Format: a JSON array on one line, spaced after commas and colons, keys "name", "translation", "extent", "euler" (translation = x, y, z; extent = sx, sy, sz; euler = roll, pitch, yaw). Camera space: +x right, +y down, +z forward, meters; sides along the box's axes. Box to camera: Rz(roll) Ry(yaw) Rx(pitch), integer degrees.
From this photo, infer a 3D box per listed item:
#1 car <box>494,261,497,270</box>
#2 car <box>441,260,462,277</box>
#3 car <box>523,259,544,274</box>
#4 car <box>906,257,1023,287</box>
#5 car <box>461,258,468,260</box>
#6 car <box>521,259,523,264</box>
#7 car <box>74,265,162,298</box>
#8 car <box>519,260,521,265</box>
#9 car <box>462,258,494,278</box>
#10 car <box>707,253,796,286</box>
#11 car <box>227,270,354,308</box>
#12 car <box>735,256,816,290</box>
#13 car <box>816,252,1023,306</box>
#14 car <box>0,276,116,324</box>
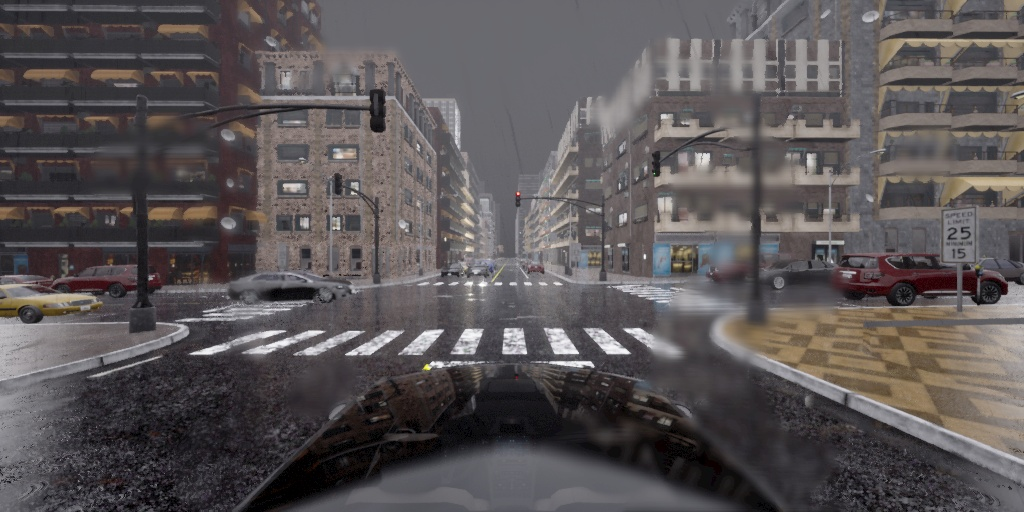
[{"name": "car", "translation": [-3.183, 1.237, 43.451], "extent": [1.882, 1.535, 5.008], "euler": [0, 0, 0]}, {"name": "car", "translation": [-5.757, 1.322, 35.154], "extent": [1.948, 1.339, 4.313], "euler": [0, 0, 0]}, {"name": "car", "translation": [2.611, 1.198, 40.855], "extent": [1.967, 1.591, 4.097], "euler": [0, 0, 0]}, {"name": "car", "translation": [24.727, 0.807, 19.052], "extent": [5.357, 1.411, 2.033], "euler": [-1, 0, -1]}, {"name": "car", "translation": [-5.769, 1.284, 40.666], "extent": [1.751, 1.417, 4.829], "euler": [0, 0, 0]}, {"name": "car", "translation": [2.600, 1.200, 46.537], "extent": [1.967, 1.591, 4.097], "euler": [0, 0, 0]}, {"name": "car", "translation": [-23.638, 1.462, 21.088], "extent": [5.009, 1.841, 2.192], "euler": [0, 0, -1]}, {"name": "car", "translation": [2.577, 1.349, 57.902], "extent": [1.802, 1.307, 4.207], "euler": [0, 0, 0]}, {"name": "car", "translation": [-3.165, 1.247, 34.029], "extent": [2.128, 1.511, 4.902], "euler": [0, 0, 0]}, {"name": "car", "translation": [14.536, 0.759, 21.530], "extent": [5.009, 1.841, 2.192], "euler": [0, 0, -1]}, {"name": "car", "translation": [-9.734, 1.396, 16.043], "extent": [4.902, 1.511, 2.128], "euler": [-1, 0, -10]}, {"name": "car", "translation": [14.936, 0.947, 18.944], "extent": [4.892, 1.490, 1.837], "euler": [-1, 0, -1]}, {"name": "car", "translation": [14.687, 0.775, 13.151], "extent": [5.009, 1.841, 2.192], "euler": [0, 0, -1]}, {"name": "car", "translation": [-17.652, 1.585, 12.804], "extent": [4.829, 1.417, 1.751], "euler": [0, 0, -1]}]
